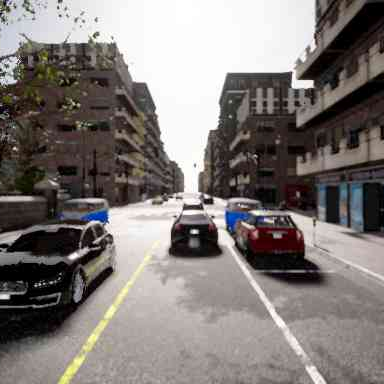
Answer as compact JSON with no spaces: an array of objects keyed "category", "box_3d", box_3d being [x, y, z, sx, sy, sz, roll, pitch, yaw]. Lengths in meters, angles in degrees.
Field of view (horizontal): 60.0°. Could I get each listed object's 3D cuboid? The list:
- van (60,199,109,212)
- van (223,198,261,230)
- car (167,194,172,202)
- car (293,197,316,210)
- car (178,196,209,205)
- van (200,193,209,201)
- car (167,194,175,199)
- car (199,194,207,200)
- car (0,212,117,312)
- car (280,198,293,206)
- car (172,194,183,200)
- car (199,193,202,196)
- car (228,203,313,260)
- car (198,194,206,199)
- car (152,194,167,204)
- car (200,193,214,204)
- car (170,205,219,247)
[{"category":"van","box_3d":[-5.641,1.263,17.849,1.690,1.788,3.998,1,0,0]},{"category":"van","box_3d":[2.672,1.263,17.848,1.690,1.788,3.998,1,0,0]},{"category":"car","box_3d":[-5.682,1.152,67.079,1.967,1.590,4.097,1,0,0]},{"category":"car","box_3d":[13.535,1.422,35.600,4.313,1.339,1.947,0,-1,1]},{"category":"car","box_3d":[0.098,1.362,29.669,2.128,1.511,4.902,0,0,0]},{"category":"van","box_3d":[2.700,1.029,72.722,1.690,1.788,3.998,1,0,0]},{"category":"car","box_3d":[-5.685,1.163,89.650,1.887,1.381,4.507,1,0,0]},{"category":"car","box_3d":[2.696,1.166,84.178,1.752,1.417,4.829,1,0,0]},{"category":"car","box_3d":[-3.099,1.470,7.918,1.837,1.490,4.892,0,0,0]},{"category":"car","box_3d":[13.638,1.408,43.982,4.097,1.590,1.967,0,-1,1]},{"category":"car","box_3d":[-3.008,1.193,77.704,2.128,1.511,4.902,0,0,0]},{"category":"car","box_3d":[2.697,1.286,61.438,2.008,1.369,4.403,1,0,0]},{"category":"car","box_3d":[2.673,1.386,12.325,1.967,1.590,4.097,1,0,0]},{"category":"car","box_3d":[2.694,1.200,89.650,1.802,1.307,4.206,1,0,0]},{"category":"car","box_3d":[-5.681,1.285,55.624,1.752,1.417,4.829,1,0,0]},{"category":"car","box_3d":[2.697,1.325,55.795,1.947,1.339,4.313,1,0,0]},{"category":"car","box_3d":[0.098,1.498,14.767,1.994,1.385,4.181,0,0,0]}]
